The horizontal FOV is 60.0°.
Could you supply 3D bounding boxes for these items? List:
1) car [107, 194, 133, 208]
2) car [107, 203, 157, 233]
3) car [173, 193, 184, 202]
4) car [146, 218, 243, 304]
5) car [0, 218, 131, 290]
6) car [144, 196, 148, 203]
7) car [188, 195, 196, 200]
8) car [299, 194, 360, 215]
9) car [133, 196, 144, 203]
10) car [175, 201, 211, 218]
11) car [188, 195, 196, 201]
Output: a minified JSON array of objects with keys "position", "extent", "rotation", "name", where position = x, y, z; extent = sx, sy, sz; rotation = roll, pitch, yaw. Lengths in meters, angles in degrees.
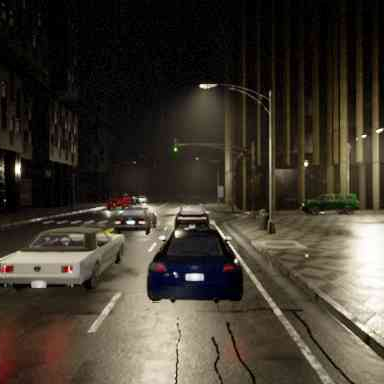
[{"position":[-9.867,1.280,45.017],"extent":[2.150,2.045,5.566],"rotation":[0,0,0],"name":"car"},{"position":[-3.157,1.589,19.348],"extent":[2.033,1.411,5.357],"rotation":[0,0,0],"name":"car"},{"position":[-3.279,1.531,74.898],"extent":[1.837,1.490,4.892],"rotation":[0,0,0],"name":"car"},{"position":[0.086,1.586,8.303],"extent":[1.994,1.385,4.181],"rotation":[0,0,1],"name":"car"},{"position":[-3.151,1.624,9.083],"extent":[1.895,1.301,4.718],"rotation":[0,0,0],"name":"car"},{"position":[-9.812,1.572,65.133],"extent":[1.812,1.442,4.674],"rotation":[0,0,0],"name":"car"},{"position":[-0.032,1.460,85.351],"extent":[1.895,1.301,4.718],"rotation":[0,0,0],"name":"car"},{"position":[13.555,1.214,32.896],"extent":[5.566,2.045,2.150],"rotation":[0,-1,2],"name":"car"},{"position":[-9.861,1.545,55.089],"extent":[2.128,1.511,4.902],"rotation":[0,0,0],"name":"car"},{"position":[0.030,1.534,19.132],"extent":[2.128,1.511,4.902],"rotation":[0,0,1],"name":"car"},{"position":[-0.029,1.571,74.899],"extent":[2.033,1.411,5.357],"rotation":[0,0,0],"name":"car"}]
